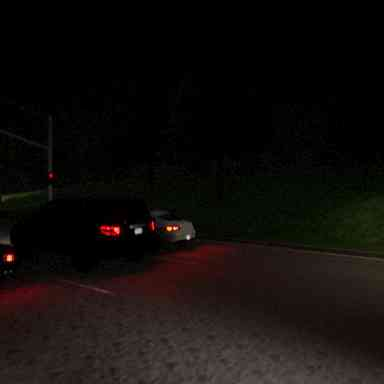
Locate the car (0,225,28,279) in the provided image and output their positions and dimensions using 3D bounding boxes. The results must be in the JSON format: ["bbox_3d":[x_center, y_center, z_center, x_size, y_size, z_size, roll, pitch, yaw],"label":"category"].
[{"bbox_3d":[-6.432,1.542,8.531,4.718,1.301,1.895,0,0,36],"label":"car"}]

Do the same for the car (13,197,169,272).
[{"bbox_3d":[-3.665,1.168,10.851,5.566,2.045,2.150,0,0,36],"label":"car"}]

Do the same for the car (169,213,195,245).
[{"bbox_3d":[-2.021,1.469,13.982,4.674,1.442,1.812,0,0,36],"label":"car"}]
